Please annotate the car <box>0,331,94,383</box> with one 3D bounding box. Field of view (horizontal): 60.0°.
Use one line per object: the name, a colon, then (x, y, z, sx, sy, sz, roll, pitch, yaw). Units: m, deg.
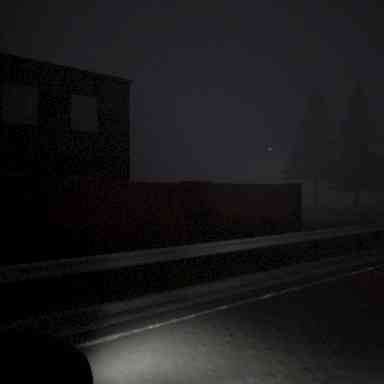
car: (-2.860, 1.527, 1.708, 4.674, 1.442, 1.812, 0, 0, -36)
